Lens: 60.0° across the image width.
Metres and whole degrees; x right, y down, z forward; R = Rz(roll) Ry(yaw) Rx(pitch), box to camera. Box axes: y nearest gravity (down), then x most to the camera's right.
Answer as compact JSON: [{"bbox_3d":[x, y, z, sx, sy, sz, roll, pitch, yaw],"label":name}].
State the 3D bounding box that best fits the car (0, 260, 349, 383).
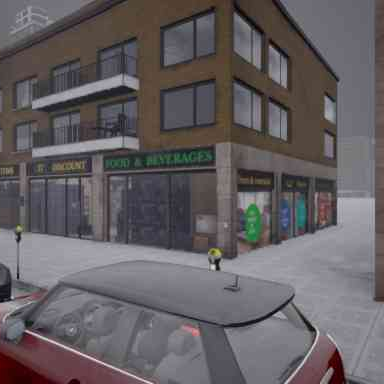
[{"bbox_3d":[-0.721,1.440,3.318,4.097,1.590,1.967,0,0,35],"label":"car"}]
